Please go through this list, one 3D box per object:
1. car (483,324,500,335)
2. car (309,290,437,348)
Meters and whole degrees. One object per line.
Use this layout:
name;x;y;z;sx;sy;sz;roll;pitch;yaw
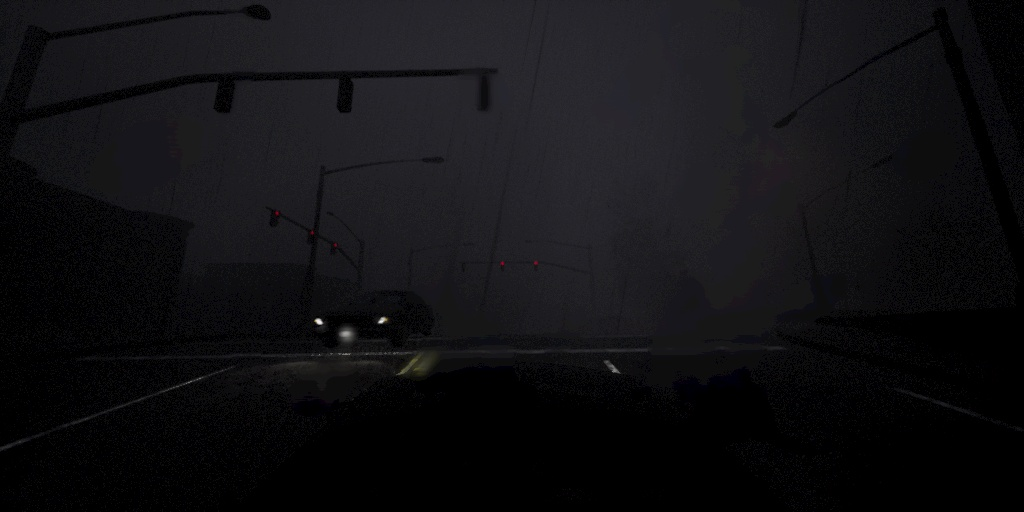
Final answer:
car;-3.005;11.152;53.732;2.150;2.045;5.566;-1;-11;0
car;-3.485;1.687;10.286;2.033;1.411;5.357;-1;-9;0
